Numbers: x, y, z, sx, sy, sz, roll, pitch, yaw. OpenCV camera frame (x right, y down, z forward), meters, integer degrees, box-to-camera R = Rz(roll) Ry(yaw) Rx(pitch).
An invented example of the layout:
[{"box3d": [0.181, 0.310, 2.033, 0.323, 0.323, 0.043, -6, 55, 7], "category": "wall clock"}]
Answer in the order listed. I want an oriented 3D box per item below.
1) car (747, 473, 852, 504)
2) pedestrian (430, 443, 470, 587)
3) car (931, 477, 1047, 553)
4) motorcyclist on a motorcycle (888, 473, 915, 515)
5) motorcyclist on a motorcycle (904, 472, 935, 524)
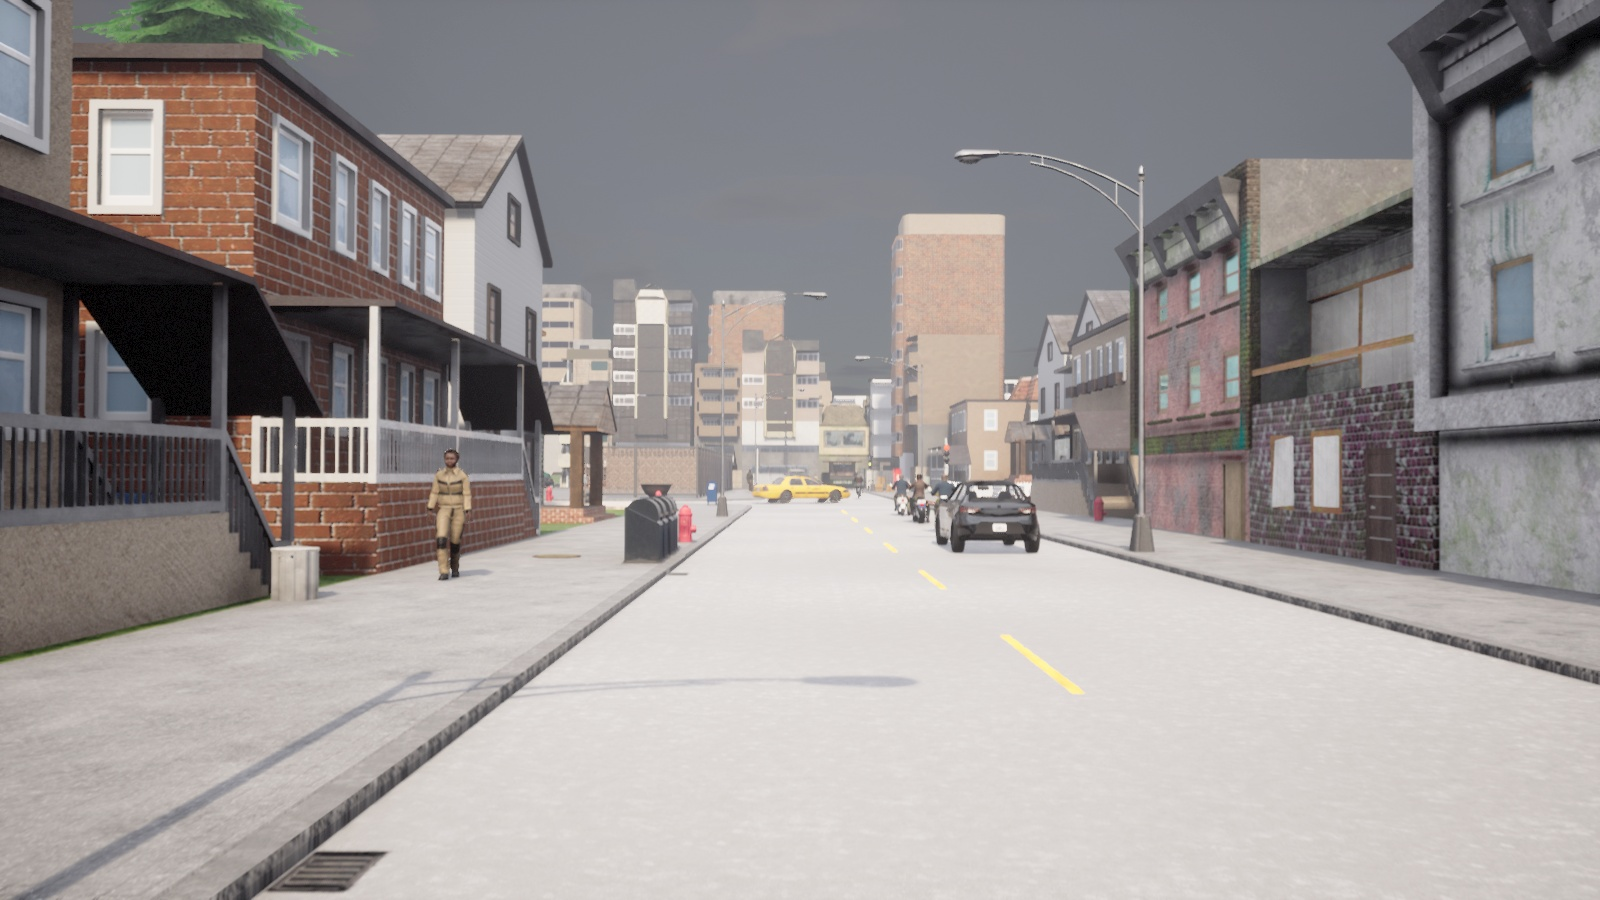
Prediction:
[{"box3d": [-0.007, 2.046, 67.426, 5.366, 1.575, 1.801, 0, -1, -25], "category": "car"}, {"box3d": [-4.790, 0.876, 17.195, 0.396, 1.930, 0.692, 0, -1, -5], "category": "pedestrian"}, {"box3d": [3.928, 1.327, 26.720, 1.816, 1.474, 4.193, 0, -1, 0], "category": "car"}, {"box3d": [3.883, 1.677, 48.142, 0.866, 1.590, 1.817, 0, -1, 0], "category": "motorcyclist on a motorcycle"}, {"box3d": [3.890, 1.539, 41.074, 0.766, 1.649, 2.350, 0, -1, 0], "category": "motorcyclist on a motorcycle"}]
